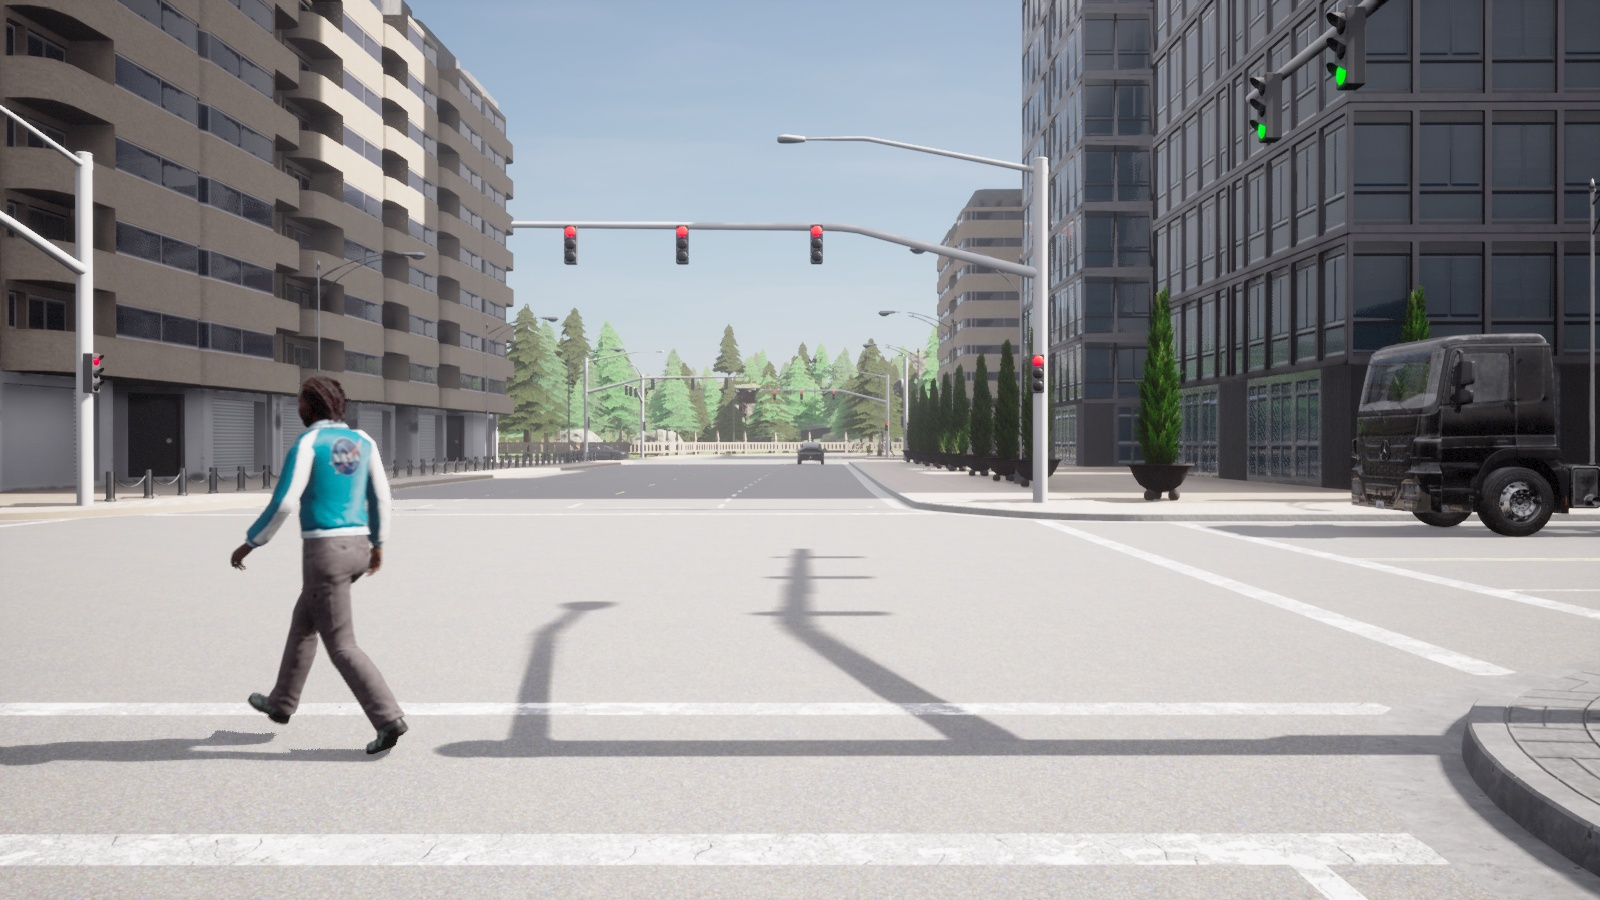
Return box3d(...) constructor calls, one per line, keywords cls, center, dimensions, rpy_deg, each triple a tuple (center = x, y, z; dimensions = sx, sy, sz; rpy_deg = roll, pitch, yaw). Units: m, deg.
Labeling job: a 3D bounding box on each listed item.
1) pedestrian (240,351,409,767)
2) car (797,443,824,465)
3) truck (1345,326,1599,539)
box3d(cls="pedestrian", center=(-2.323, 0.504, 6.144), dimensions=(0.692, 1.930, 0.396), rpy_deg=(0, 0, 24))
box3d(cls="car", center=(0.767, 0.255, 87.440), dimensions=(1.837, 1.490, 4.892), rpy_deg=(0, 0, 1))
box3d(cls="truck", center=(14.069, -0.293, 21.800), dimensions=(7.936, 3.462, 2.891), rpy_deg=(0, 0, 1))
